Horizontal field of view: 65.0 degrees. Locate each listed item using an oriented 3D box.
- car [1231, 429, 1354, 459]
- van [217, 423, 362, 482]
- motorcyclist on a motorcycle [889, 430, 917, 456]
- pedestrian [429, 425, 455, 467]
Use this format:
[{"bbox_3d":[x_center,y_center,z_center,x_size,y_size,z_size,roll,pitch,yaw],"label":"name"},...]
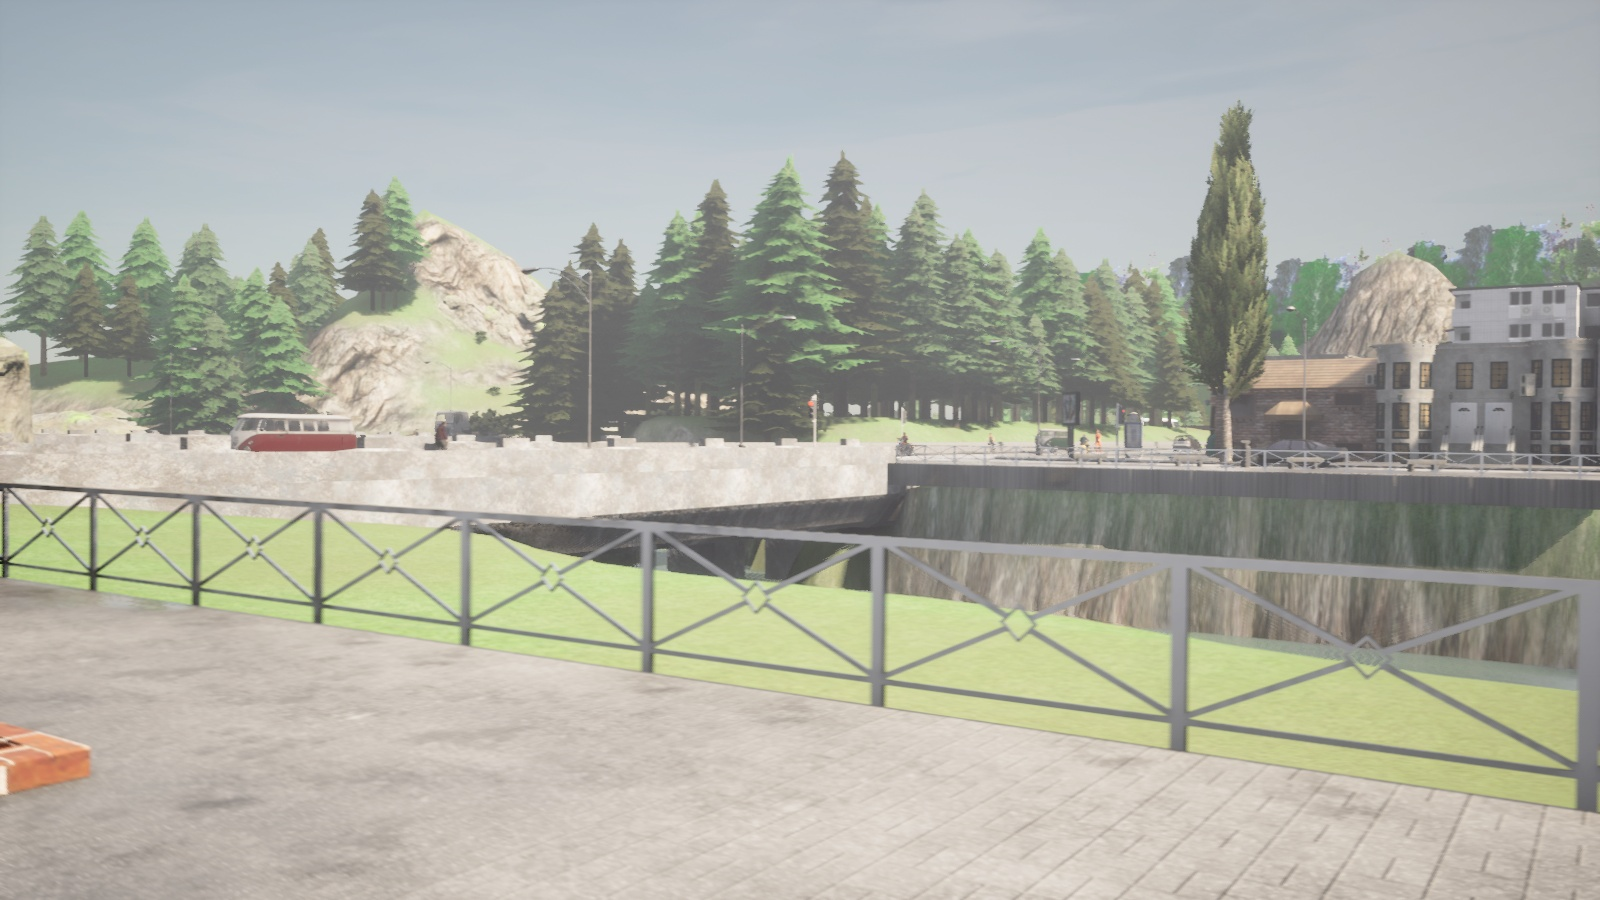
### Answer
[{"bbox_3d":[24.323,-0.289,62.069,5.357,1.411,2.033,0,1,34],"label":"car"},{"bbox_3d":[-17.834,0.044,44.056,1.775,1.987,4.442,0,1,34],"label":"van"},{"bbox_3d":[6.651,-0.482,80.893,0.766,1.649,2.350,0,1,34],"label":"motorcyclist on a motorcycle"},{"bbox_3d":[-16.024,-0.181,56.237,0.634,1.844,0.899,0,1,38],"label":"pedestrian"}]
